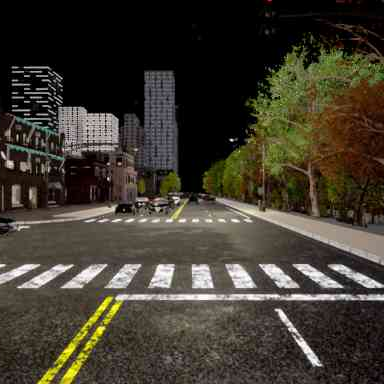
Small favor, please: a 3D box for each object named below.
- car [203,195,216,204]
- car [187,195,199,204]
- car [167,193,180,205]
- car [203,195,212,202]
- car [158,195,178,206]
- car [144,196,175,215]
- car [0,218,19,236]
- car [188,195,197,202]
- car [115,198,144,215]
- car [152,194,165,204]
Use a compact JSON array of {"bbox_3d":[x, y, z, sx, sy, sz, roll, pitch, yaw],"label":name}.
[{"bbox_3d":[3.469,1.469,61.805,2.128,1.511,4.902,0,0,0],"label":"car"},{"bbox_3d":[0.221,1.483,62.345,1.837,1.490,4.892,0,0,0],"label":"car"},{"bbox_3d":[-3.211,1.202,55.236,2.150,2.045,5.566,0,0,1],"label":"car"},{"bbox_3d":[3.392,1.448,74.292,1.882,1.535,5.008,0,0,0],"label":"car"},{"bbox_3d":[-3.248,1.490,44.511,1.837,1.490,4.892,0,0,0],"label":"car"},{"bbox_3d":[-3.275,1.481,34.270,2.128,1.511,4.902,0,0,0],"label":"car"},{"bbox_3d":[-11.154,1.601,16.411,4.674,1.442,1.812,-2,1,-6],"label":"car"},{"bbox_3d":[0.146,1.494,74.630,1.812,1.442,4.674,0,0,0],"label":"car"},{"bbox_3d":[-6.527,1.554,33.962,1.994,1.385,4.181,0,0,0],"label":"car"},{"bbox_3d":[-6.409,1.327,64.629,2.097,1.767,4.553,0,0,1],"label":"car"}]
